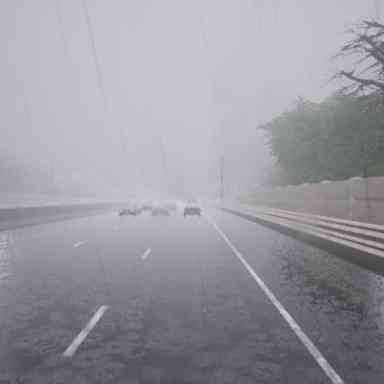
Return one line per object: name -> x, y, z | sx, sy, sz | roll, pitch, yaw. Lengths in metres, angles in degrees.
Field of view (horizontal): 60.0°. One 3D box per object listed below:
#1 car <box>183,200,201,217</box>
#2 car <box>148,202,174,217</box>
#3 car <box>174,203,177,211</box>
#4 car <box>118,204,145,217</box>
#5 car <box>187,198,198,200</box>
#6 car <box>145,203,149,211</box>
car -> 0.032, 2.002, 37.921 | 1.882, 1.535, 5.008 | 0, -1, 1
car -> -3.471, 2.050, 37.902 | 1.812, 1.442, 4.674 | 0, -1, 1
car -> -3.418, 2.383, 54.094 | 2.033, 1.411, 5.357 | 0, -1, 0
car -> -6.973, 2.126, 37.906 | 1.895, 1.301, 4.718 | 0, -1, 0
car -> 0.084, 2.065, 54.361 | 2.150, 2.045, 5.566 | 0, -1, 1
car -> -6.915, 2.442, 54.313 | 1.895, 1.301, 4.718 | 0, -1, 0
